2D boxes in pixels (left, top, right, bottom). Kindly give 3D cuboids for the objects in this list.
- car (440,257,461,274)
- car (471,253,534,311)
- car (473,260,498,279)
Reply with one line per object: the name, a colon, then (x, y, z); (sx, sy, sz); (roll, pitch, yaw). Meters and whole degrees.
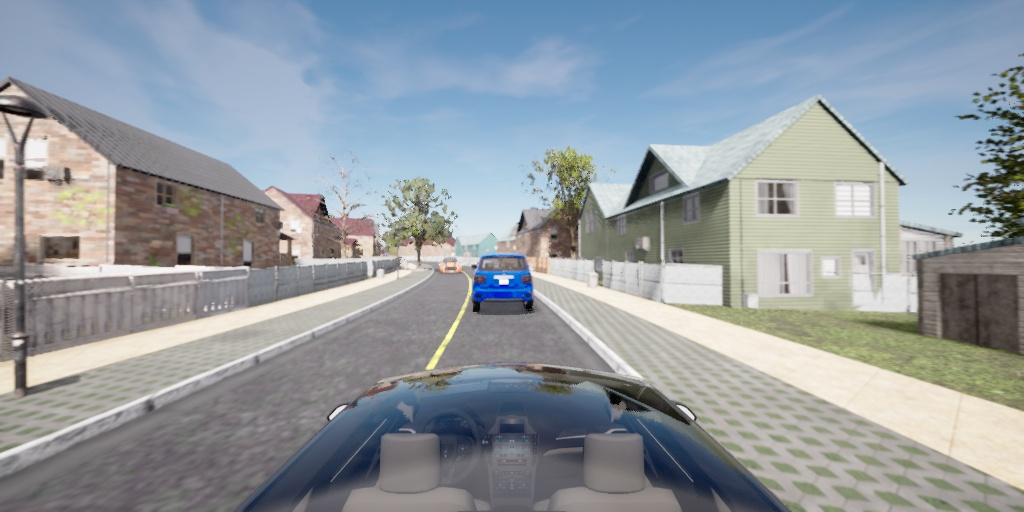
car: (-6.340, 0.913, 36.919); (2.097, 1.767, 4.553); (0, 0, -11)
car: (-0.438, 0.912, 14.304); (2.150, 2.045, 5.566); (0, 0, -4)
car: (-2.413, 1.125, 31.537); (1.812, 1.442, 4.674); (0, 0, -9)
